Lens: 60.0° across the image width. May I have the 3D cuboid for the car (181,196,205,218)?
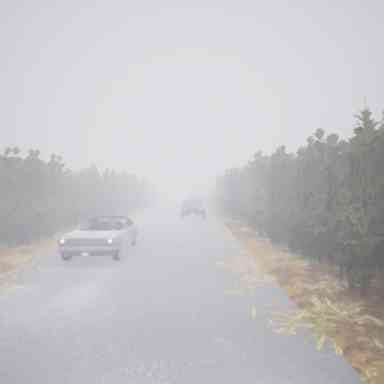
[{"bbox_3d":[0.079,1.314,27.210,1.895,1.301,4.718,0,1,0],"label":"car"}]

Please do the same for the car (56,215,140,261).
[{"bbox_3d":[-3.187,1.543,12.185,1.895,1.301,4.718,0,1,0],"label":"car"}]
